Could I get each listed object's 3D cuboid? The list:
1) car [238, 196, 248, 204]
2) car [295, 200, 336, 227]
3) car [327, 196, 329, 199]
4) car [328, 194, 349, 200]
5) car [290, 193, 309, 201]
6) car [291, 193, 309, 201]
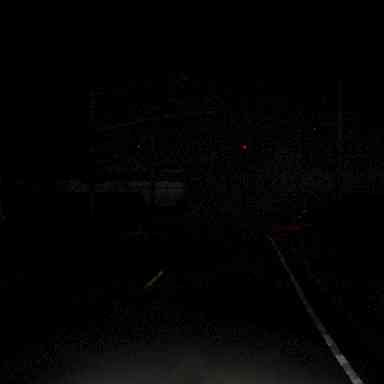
[{"bbox_3d":[9.781,1.488,64.196,2.033,1.411,5.357,0,0,9],"label":"car"},{"bbox_3d":[9.661,1.504,22.299,4.902,1.511,2.128,0,0,0],"label":"car"},{"bbox_3d":[19.314,1.360,41.995,5.027,1.636,2.152,0,0,9],"label":"car"},{"bbox_3d":[18.885,1.372,38.887,4.514,1.523,2.007,0,0,9],"label":"car"},{"bbox_3d":[24.508,1.360,75.857,3.806,1.475,1.970,0,0,9],"label":"car"},{"bbox_3d":[25.622,1.076,79.048,3.866,1.878,1.905,0,0,9],"label":"car"}]
